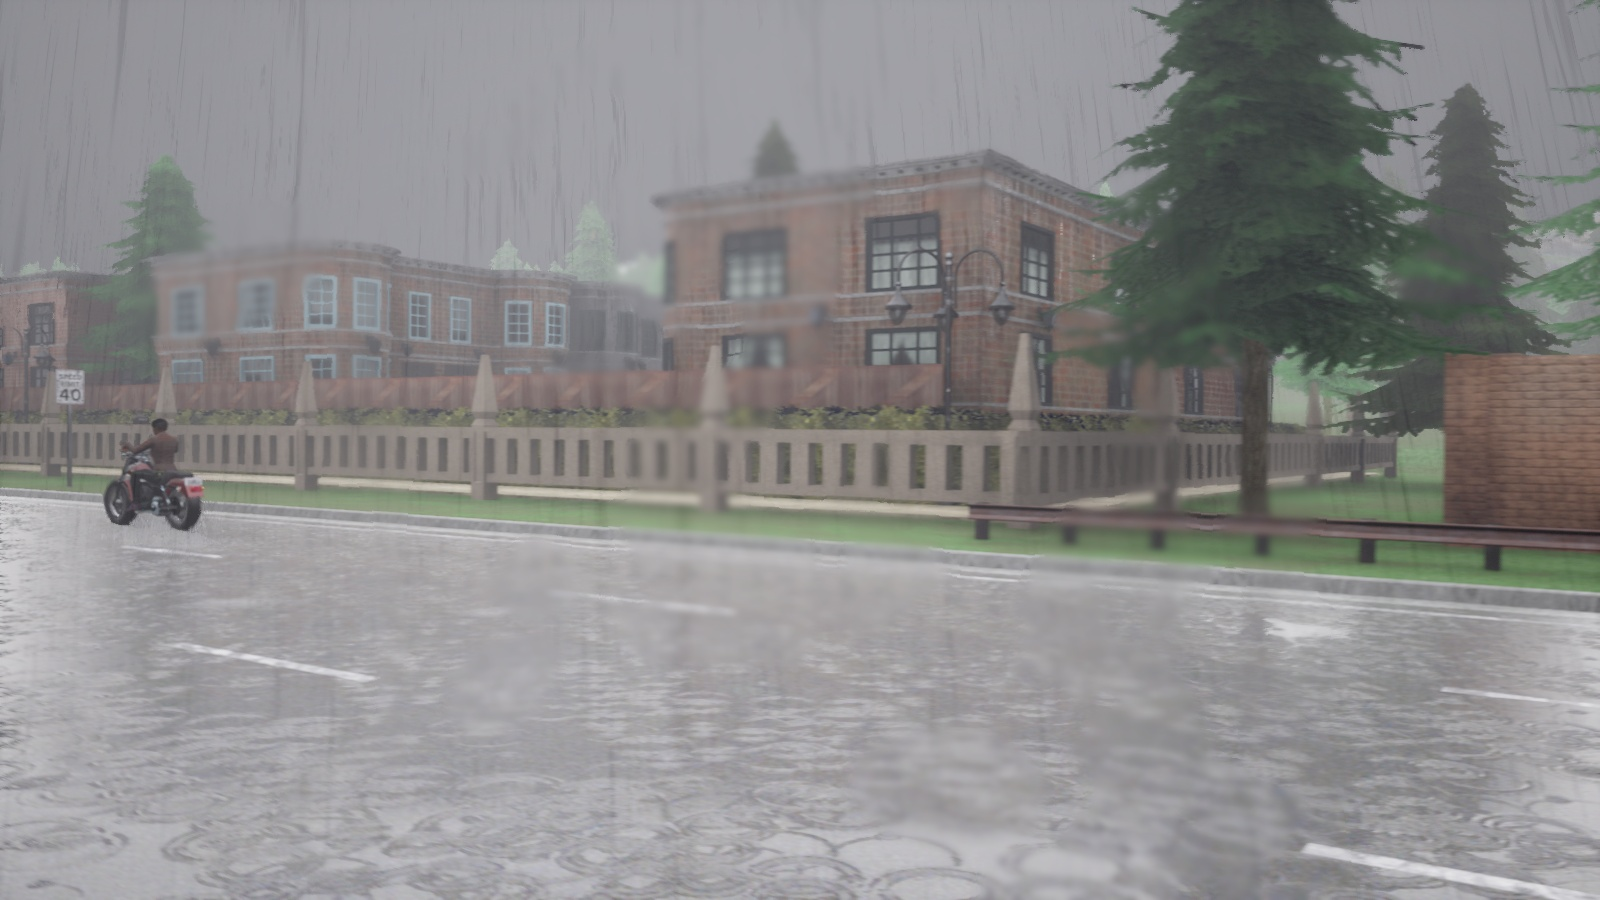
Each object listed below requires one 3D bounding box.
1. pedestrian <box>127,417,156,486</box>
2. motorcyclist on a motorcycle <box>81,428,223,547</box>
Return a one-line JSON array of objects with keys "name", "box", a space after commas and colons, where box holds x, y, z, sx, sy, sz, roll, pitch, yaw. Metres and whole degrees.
[{"name": "pedestrian", "box": [-18.044, 0.034, 34.387, 0.720, 1.854, 0.376, 0, 1, 34]}, {"name": "motorcyclist on a motorcycle", "box": [-9.467, 0.517, 18.316, 2.350, 1.649, 0.766, 0, 1, 34]}]
